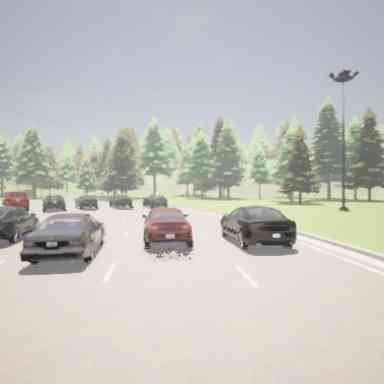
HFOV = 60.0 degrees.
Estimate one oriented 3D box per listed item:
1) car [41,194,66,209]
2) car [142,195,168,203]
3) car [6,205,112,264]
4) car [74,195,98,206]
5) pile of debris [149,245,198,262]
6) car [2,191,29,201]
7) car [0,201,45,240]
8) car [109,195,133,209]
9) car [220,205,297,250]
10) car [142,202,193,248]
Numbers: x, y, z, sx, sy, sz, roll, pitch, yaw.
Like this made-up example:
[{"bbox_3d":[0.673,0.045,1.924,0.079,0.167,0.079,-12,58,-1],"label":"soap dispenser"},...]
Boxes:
[{"bbox_3d":[-14.233,1.020,34.101,2.097,1.767,4.553,-1,1,-26],"label":"car"},{"bbox_3d":[-4.267,1.028,37.730,2.128,1.511,4.902,-1,1,-24],"label":"car"},{"bbox_3d":[-4.161,1.429,11.464,2.033,1.411,5.357,-1,1,-9],"label":"car"},{"bbox_3d":[-11.817,1.113,37.012,1.837,1.490,4.892,0,0,-29],"label":"car"},{"bbox_3d":[-0.673,2.033,11.122,1.500,0.140,1.860,-1,1,-7],"label":"pile of debris"},{"bbox_3d":[-18.442,0.916,34.841,2.150,2.045,5.566,0,1,-32],"label":"car"},{"bbox_3d":[-8.347,1.377,14.886,1.837,1.490,4.892,0,1,-10],"label":"car"},{"bbox_3d":[-8.071,1.075,37.518,1.837,1.490,4.892,0,0,-26],"label":"car"},{"bbox_3d":[2.475,1.278,13.500,1.882,1.535,5.008,0,1,-8],"label":"car"},{"bbox_3d":[-1.087,1.351,13.812,1.812,1.442,4.674,0,1,-8],"label":"car"}]
